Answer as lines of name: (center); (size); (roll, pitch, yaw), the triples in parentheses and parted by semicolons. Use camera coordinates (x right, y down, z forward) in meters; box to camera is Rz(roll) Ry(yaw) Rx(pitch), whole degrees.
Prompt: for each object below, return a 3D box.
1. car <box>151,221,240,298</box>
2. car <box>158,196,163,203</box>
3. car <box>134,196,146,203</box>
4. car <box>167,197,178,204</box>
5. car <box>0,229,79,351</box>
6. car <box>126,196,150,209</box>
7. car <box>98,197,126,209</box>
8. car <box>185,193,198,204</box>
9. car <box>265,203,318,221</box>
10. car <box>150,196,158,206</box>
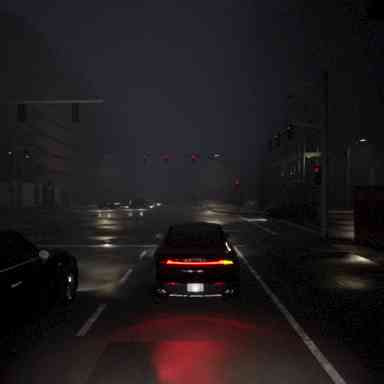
car: (0.082, 1.505, 8.518); (1.837, 1.490, 4.892); (0, 0, 0)
car: (-7.175, 1.492, 68.910); (2.128, 1.511, 4.902); (0, 0, 1)
car: (-10.680, 1.525, 68.517); (1.812, 1.442, 4.674); (0, 0, 1)
car: (-3.641, 1.564, 62.533); (1.994, 1.385, 4.181); (0, 0, 1)
car: (-3.445, 1.352, 5.196); (2.097, 1.767, 4.553); (0, 0, 0)
car: (-7.456, 1.505, 46.467); (1.837, 1.490, 4.892); (0, 0, 0)
car: (-10.925, 1.547, 44.579); (2.033, 1.411, 5.357); (0, 0, 3)
car: (-0.158, 1.221, 61.167); (2.150, 2.045, 5.566); (0, 0, 1)
car: (8.286, 1.619, 27.758); (4.181, 1.385, 1.994); (0, 0, 0)
car: (-7.390, 1.478, 56.536); (1.882, 1.535, 5.008); (0, 0, 1)
